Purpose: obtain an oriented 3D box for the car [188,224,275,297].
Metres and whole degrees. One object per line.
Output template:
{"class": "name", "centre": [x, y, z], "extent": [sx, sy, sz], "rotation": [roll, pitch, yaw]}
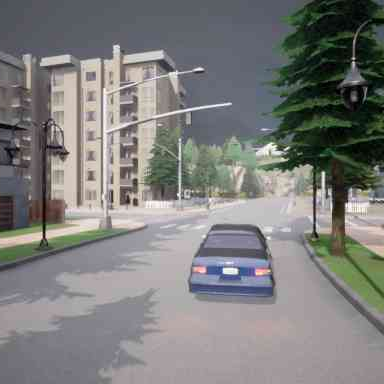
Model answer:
{"class": "car", "centre": [1.131, 1.547, 8.790], "extent": [2.033, 1.411, 5.357], "rotation": [0, 0, 9]}
